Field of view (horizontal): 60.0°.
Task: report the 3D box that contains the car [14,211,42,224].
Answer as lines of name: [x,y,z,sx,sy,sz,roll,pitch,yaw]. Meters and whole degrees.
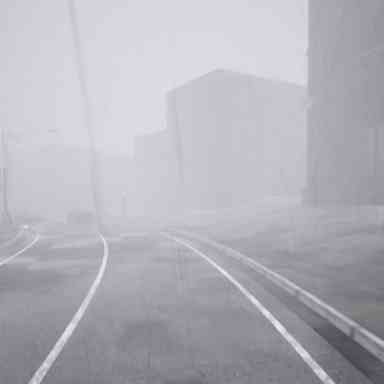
car: [-18.591,2.839,37.643,1.812,1.442,4.674,-3,-1,-43]

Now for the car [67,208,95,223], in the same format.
car: [-11.632,2.399,34.805,1.812,1.442,4.674,-2,-1,-36]
